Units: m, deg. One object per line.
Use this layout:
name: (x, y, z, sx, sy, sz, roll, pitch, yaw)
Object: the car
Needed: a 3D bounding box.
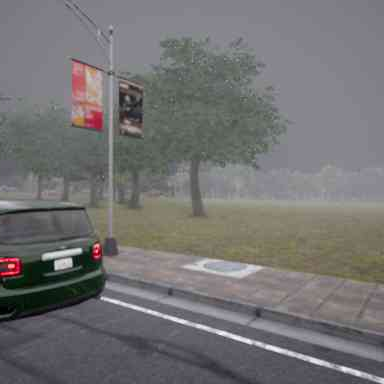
car: (-4.110, 1.152, 6.568, 5.566, 2.045, 2.150, 1, 0, 36)
